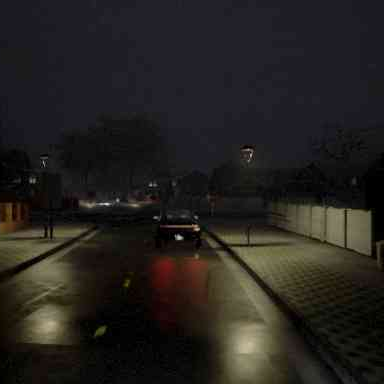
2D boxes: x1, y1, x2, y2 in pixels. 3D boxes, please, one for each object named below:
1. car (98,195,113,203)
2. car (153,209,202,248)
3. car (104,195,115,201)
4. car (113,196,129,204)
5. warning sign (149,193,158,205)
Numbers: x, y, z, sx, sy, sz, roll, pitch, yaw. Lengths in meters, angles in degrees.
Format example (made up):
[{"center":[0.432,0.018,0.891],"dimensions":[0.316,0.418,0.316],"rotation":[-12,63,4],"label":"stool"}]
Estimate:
[{"center":[-19.102,1.611,71.436],"dimensions":[2.128,1.511,4.902],"rotation":[-1,0,-23],"label":"car"},{"center":[-0.686,1.499,14.766],"dimensions":[2.128,1.511,4.902],"rotation":[0,0,-5],"label":"car"},{"center":[-20.131,1.441,81.124],"dimensions":[2.128,1.511,4.902],"rotation":[0,0,-21],"label":"car"},{"center":[-13.989,1.573,66.576],"dimensions":[1.837,1.490,4.892],"rotation":[-1,0,-24],"label":"car"},{"center":[-6.159,1.137,53.255],"dimensions":[1.300,1.860,1.060],"rotation":[1,1,-18],"label":"warning sign"}]
